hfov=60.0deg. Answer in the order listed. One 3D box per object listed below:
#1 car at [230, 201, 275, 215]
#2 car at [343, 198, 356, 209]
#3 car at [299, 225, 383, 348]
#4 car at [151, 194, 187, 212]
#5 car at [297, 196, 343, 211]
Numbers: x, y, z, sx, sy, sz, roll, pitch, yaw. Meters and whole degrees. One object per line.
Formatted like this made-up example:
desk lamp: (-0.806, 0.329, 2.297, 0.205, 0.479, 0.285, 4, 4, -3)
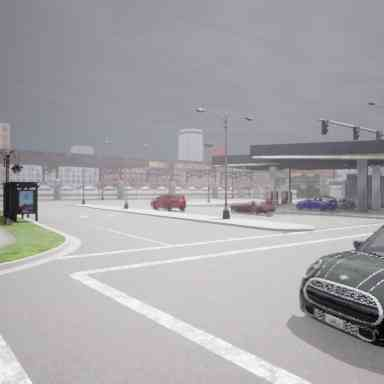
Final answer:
car: (5.982, 1.601, 33.459, 1.895, 1.301, 4.718, 0, 0, -35)
car: (18.580, 1.456, 42.233, 1.970, 1.475, 3.806, 0, 0, -35)
car: (4.164, 1.352, 5.989, 4.553, 1.767, 2.097, 0, 0, -26)
car: (-2.817, 1.221, 39.941, 2.150, 2.045, 5.566, 0, 0, -35)
car: (14.306, 1.295, 38.319, 2.242, 1.667, 4.611, 0, 0, -35)
